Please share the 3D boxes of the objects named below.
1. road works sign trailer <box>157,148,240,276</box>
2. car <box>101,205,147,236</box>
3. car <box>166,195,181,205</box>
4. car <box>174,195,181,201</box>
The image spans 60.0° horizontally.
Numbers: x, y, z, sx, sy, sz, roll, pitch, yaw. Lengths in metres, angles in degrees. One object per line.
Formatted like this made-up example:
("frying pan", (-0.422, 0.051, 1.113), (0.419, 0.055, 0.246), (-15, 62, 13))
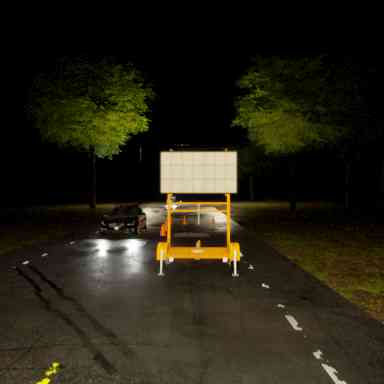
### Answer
("road works sign trailer", (0.209, 0.459, 10.337), (2.380, 3.560, 2.880), (0, 0, 2))
("car", (-3.619, 1.498, 18.354), (1.837, 1.490, 4.892), (0, 0, 0))
("car", (-3.644, 1.529, 59.493), (2.128, 1.511, 4.902), (0, 0, 0))
("car", (-3.822, 1.599, 90.177), (1.837, 1.490, 4.892), (0, 0, -1))
